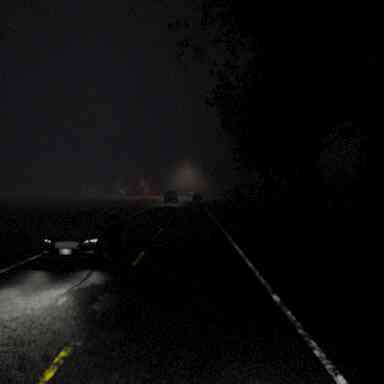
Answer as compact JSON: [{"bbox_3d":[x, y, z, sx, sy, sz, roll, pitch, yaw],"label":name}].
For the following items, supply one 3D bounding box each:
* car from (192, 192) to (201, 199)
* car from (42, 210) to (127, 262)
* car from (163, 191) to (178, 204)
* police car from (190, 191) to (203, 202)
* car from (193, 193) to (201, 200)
[{"bbox_3d":[1.055,0.873,78.787,1.882,1.535,5.008,0,1,0],"label":"car"},{"bbox_3d":[-3.599,1.421,11.912,2.128,1.511,4.902,0,0,0],"label":"car"},{"bbox_3d":[-3.554,0.828,55.184,2.150,2.045,5.566,0,1,0],"label":"car"},{"bbox_3d":[1.054,0.967,62.894,1.930,1.638,5.238,0,0,0],"label":"police car"},{"bbox_3d":[1.054,0.958,72.786,1.837,1.490,4.892,0,1,0],"label":"car"}]
